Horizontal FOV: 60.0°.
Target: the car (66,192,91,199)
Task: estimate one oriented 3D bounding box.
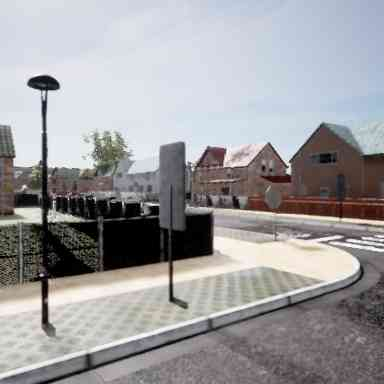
[{"bbox_3d":[-16.747,0.811,48.055,2.097,1.767,4.553,0,1,-34],"label":"car"}]

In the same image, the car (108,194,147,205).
[{"bbox_3d":[-5.986,1.127,32.073,2.128,1.511,4.902,0,1,-34],"label":"car"}]

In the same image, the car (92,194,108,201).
[{"bbox_3d":[-11.364,0.961,45.104,2.128,1.511,4.902,0,1,-33],"label":"car"}]
